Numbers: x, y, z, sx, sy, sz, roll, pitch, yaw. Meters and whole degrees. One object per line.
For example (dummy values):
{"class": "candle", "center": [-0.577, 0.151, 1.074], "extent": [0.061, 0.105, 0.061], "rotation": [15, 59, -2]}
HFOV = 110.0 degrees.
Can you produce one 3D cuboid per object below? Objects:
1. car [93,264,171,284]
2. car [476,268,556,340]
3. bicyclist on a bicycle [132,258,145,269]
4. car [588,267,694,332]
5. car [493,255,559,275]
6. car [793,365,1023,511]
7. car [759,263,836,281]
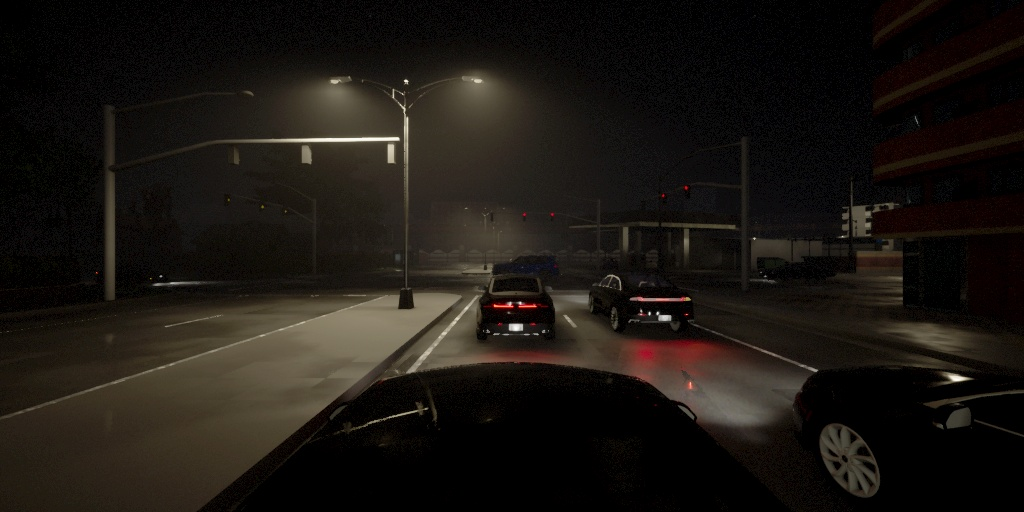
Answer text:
{"class": "car", "center": [-27.753, 1.314, 26.298], "extent": [4.181, 1.385, 1.994], "rotation": [0, 0, 0]}
{"class": "car", "center": [0.098, 1.255, 9.979], "extent": [1.837, 1.490, 4.892], "rotation": [0, 0, 0]}
{"class": "bicyclist on a bicycle", "center": [-38.217, 1.053, 36.720], "extent": [0.582, 1.620, 1.656], "rotation": [0, 0, 0]}
{"class": "car", "center": [3.605, 1.241, 10.833], "extent": [2.128, 1.511, 4.902], "rotation": [0, 0, 0]}
{"class": "car", "center": [1.126, 0.970, 29.747], "extent": [5.566, 2.045, 2.150], "rotation": [0, 0, 1]}
{"class": "car", "center": [3.600, 1.255, 1.425], "extent": [1.837, 1.490, 4.892], "rotation": [0, 0, 0]}
{"class": "car", "center": [23.784, 1.297, 29.924], "extent": [5.357, 1.411, 2.033], "rotation": [0, 0, -1]}
